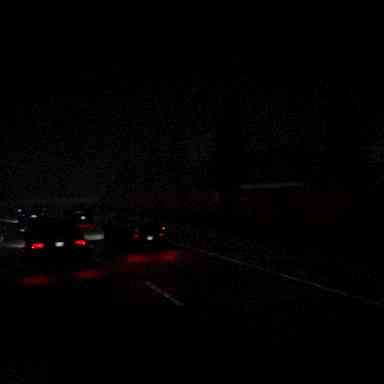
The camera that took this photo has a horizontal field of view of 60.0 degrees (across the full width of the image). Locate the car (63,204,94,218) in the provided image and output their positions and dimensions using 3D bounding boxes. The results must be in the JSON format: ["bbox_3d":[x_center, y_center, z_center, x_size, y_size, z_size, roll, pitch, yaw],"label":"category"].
[{"bbox_3d":[-9.607,1.752,28.102,1.837,1.490,4.892,0,0,-28],"label":"car"}]

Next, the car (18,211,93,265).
[{"bbox_3d":[-5.192,1.663,12.339,2.033,1.411,5.357,0,0,-28],"label":"car"}]

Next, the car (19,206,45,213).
[{"bbox_3d":[-12.688,1.829,26.443,1.994,1.385,4.181,0,0,-27],"label":"car"}]

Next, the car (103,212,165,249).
[{"bbox_3d":[-2.740,1.634,15.210,1.812,1.442,4.674,0,0,-28],"label":"car"}]
